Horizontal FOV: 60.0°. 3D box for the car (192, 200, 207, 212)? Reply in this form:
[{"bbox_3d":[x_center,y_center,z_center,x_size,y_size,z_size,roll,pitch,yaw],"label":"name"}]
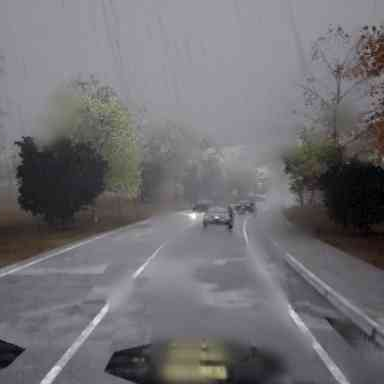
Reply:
[{"bbox_3d":[1.409,1.517,37.055,1.895,1.301,4.718,1,0,16],"label":"car"}]

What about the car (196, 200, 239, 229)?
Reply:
[{"bbox_3d":[1.837,1.532,21.872,2.033,1.411,5.357,1,0,9],"label":"car"}]

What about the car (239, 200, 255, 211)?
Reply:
[{"bbox_3d":[6.885,1.622,42.398,1.895,1.301,4.718,2,0,18],"label":"car"}]
